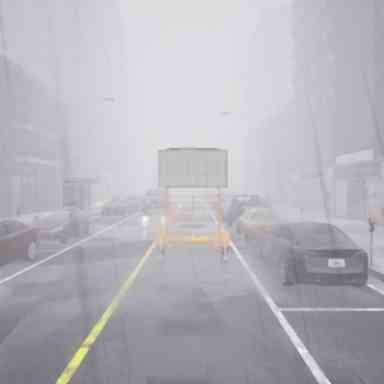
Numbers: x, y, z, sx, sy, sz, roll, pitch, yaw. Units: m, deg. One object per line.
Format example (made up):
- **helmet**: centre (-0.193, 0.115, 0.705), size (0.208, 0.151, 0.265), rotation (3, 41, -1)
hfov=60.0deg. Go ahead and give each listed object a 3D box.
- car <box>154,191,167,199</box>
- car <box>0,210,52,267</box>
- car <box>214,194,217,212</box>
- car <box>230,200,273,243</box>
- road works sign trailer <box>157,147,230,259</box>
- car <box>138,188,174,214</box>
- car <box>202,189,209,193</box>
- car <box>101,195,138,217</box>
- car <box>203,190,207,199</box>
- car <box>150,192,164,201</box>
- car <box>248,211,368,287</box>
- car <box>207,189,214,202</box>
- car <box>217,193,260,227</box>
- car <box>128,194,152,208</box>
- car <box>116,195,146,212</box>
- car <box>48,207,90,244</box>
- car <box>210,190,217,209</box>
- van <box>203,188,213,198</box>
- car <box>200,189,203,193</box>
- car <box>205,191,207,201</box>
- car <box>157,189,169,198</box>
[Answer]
- **car**: centre (-5.482, 0.551, 58.421), size (1.947, 1.339, 4.313), rotation (0, 1, 0)
- **car**: centre (-5.641, 1.392, 8.703), size (1.887, 1.381, 4.507), rotation (0, 1, 0)
- **car**: centre (2.938, 1.083, 25.433), size (1.752, 1.417, 4.829), rotation (0, 1, 0)
- **car**: centre (2.903, 1.274, 14.388), size (1.752, 1.417, 4.829), rotation (0, 1, 0)
- **road works sign trailer**: centre (0.036, 0.262, 11.589), size (2.380, 3.560, 2.880), rotation (0, 1, 0)
- **car**: centre (-3.006, 0.719, 28.884), size (2.150, 2.045, 5.566), rotation (0, 1, 0)
- **car**: centre (3.026, 0.647, 52.878), size (1.947, 1.339, 4.313), rotation (0, 1, 0)
- **car**: centre (-5.588, 1.105, 25.276), size (1.887, 1.381, 4.507), rotation (0, 1, 0)
- **car**: centre (3.009, 0.728, 47.355), size (2.008, 1.369, 4.403), rotation (0, 1, 0)
- **car**: centre (-5.500, 0.663, 52.897), size (1.802, 1.307, 4.206), rotation (0, 1, 0)
- **car**: centre (2.885, 1.413, 8.696), size (1.947, 1.339, 4.313), rotation (0, 1, 0)
- **car**: centre (2.973, 0.809, 36.307), size (1.967, 1.590, 4.097), rotation (0, 1, 0)
- **car**: centre (2.920, 0.971, 19.737), size (2.192, 1.841, 5.009), rotation (0, 1, 0)
- **car**: centre (-5.552, 0.934, 36.324), size (1.947, 1.339, 4.313), rotation (0, 1, 0)
- **car**: centre (-5.570, 1.030, 30.800), size (1.947, 1.339, 4.313), rotation (0, 1, 0)
- **car**: centre (-5.624, 1.334, 14.228), size (1.802, 1.307, 4.206), rotation (0, 1, 0)
- **car**: centre (2.955, 0.905, 30.785), size (1.967, 1.590, 4.097), rotation (0, 1, 0)
- **van**: centre (3.062, 0.231, 63.919), size (1.690, 1.788, 3.998), rotation (0, 1, 0)
- **car**: centre (3.044, 0.301, 58.396), size (2.192, 1.841, 5.009), rotation (0, 1, 0)
- **car**: centre (2.991, 0.824, 41.832), size (2.008, 1.369, 4.403), rotation (0, 1, 0)
- **car**: centre (-5.464, 0.329, 63.943), size (1.967, 1.590, 4.097), rotation (0, 1, 0)
